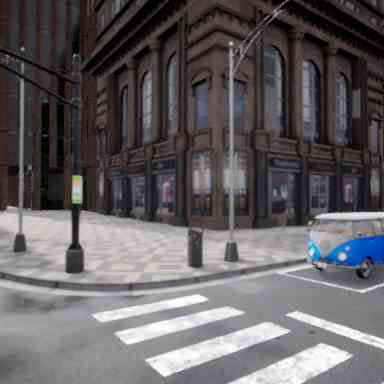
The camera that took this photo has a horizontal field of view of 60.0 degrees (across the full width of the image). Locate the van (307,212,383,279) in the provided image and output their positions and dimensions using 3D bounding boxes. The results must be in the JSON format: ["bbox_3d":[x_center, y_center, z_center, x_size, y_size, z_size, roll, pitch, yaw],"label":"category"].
[{"bbox_3d":[5.325,1.538,10.453,3.998,1.788,1.690,1,-1,-35],"label":"van"}]

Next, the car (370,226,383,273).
[{"bbox_3d":[6.766,1.641,8.209,4.902,1.511,2.128,1,-2,-36],"label":"car"}]
